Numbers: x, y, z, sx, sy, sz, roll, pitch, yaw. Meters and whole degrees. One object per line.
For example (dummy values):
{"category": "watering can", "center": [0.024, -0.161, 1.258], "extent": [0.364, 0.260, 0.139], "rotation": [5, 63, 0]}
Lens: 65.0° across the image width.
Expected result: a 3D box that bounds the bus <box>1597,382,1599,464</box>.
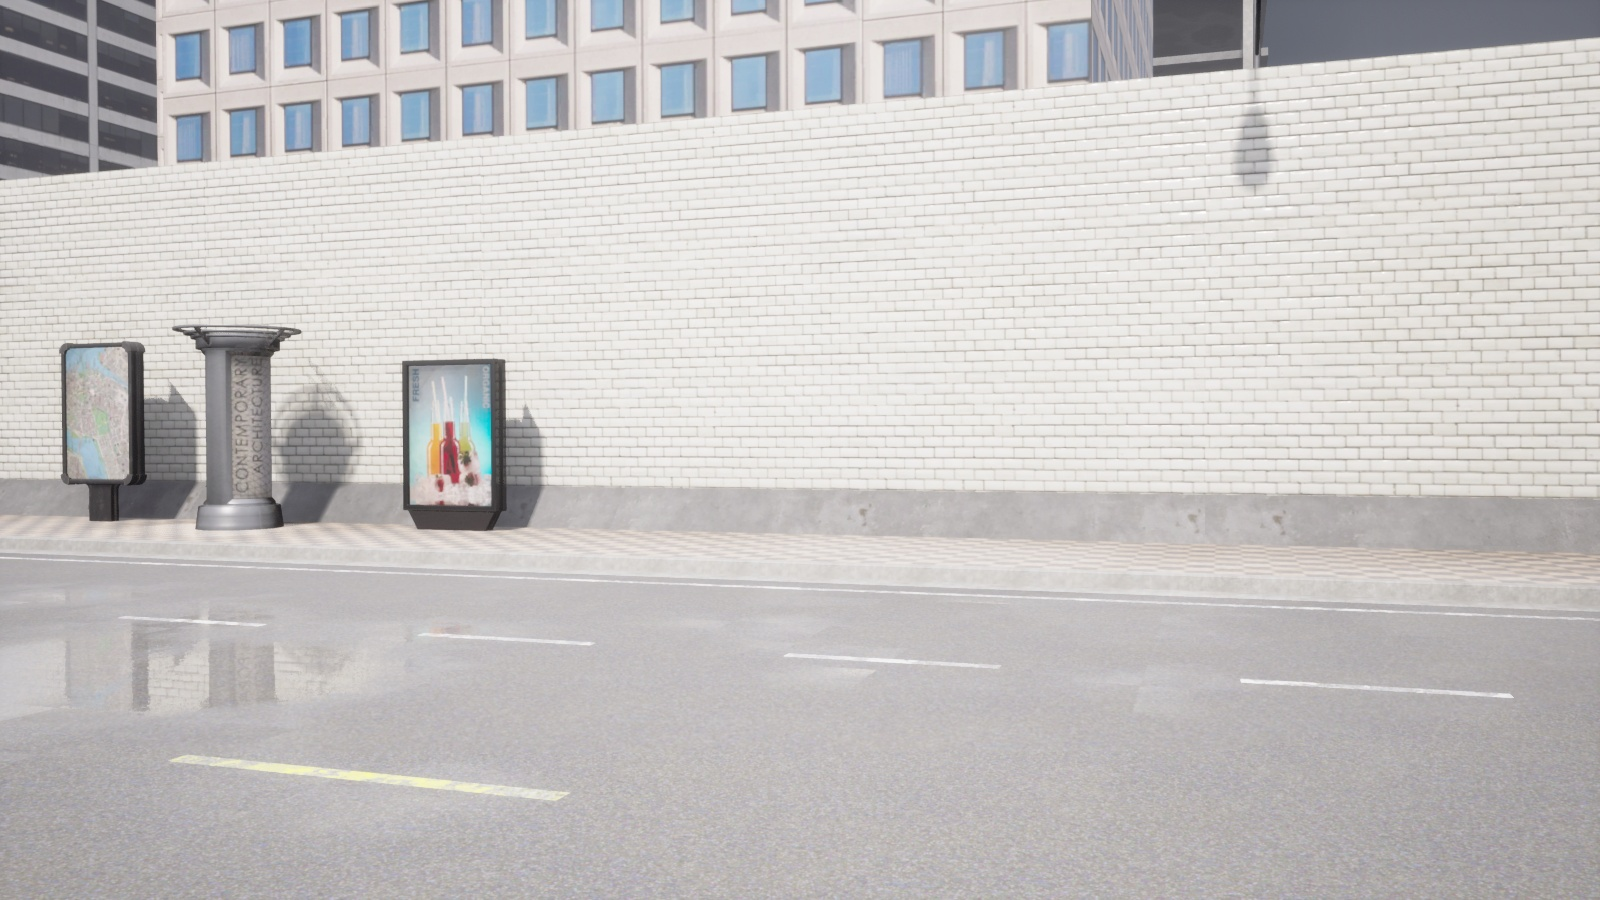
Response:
{"category": "bus", "center": [45.843, -1.315, 61.977], "extent": [10.273, 4.253, 3.944], "rotation": [1, 1, 18]}
